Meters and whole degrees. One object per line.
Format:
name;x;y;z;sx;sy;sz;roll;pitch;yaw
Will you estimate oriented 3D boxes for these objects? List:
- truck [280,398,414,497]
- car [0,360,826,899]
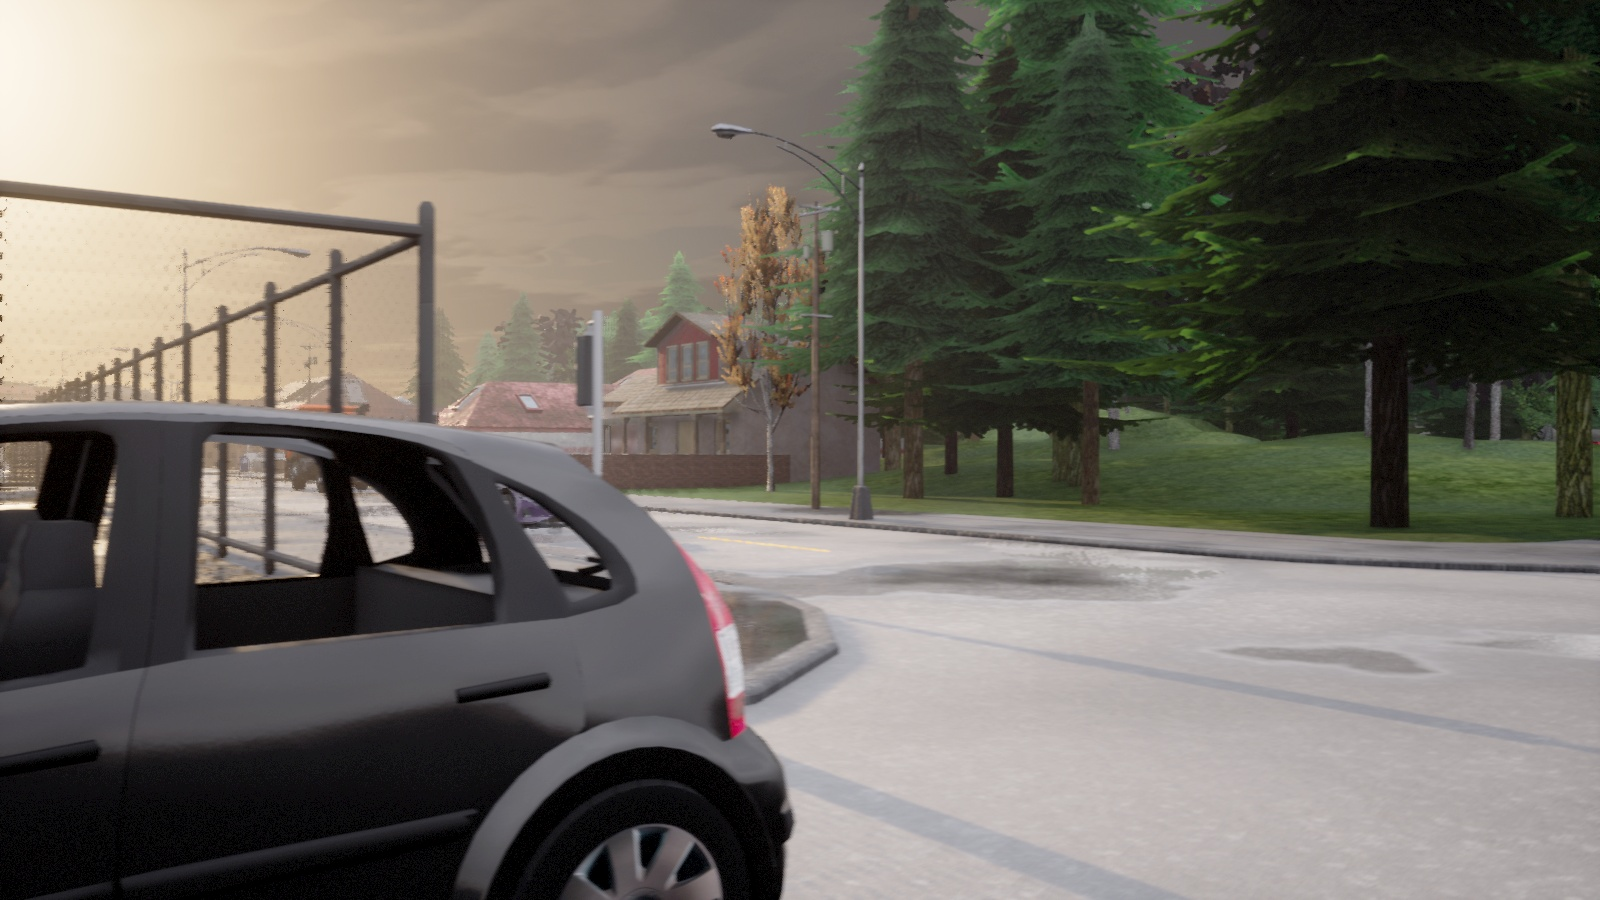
truck;-17.500;-0.083;48.174;2.891;3.462;7.936;0;0;-35
car;-2.078;0.654;2.819;3.988;1.617;1.851;0;0;-38
